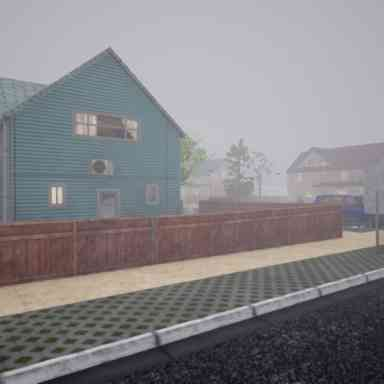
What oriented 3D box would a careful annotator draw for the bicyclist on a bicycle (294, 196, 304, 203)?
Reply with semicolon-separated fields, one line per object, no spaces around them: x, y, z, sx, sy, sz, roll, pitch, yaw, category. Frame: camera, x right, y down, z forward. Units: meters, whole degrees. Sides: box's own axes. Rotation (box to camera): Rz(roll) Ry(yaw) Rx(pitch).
10.150;1.198;31.489;1.656;1.620;0.582;-1;1;-36;bicyclist on a bicycle

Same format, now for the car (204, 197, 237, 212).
3.140;1.253;31.229;2.097;1.767;4.553;0;1;-35;car

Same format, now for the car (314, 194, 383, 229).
10.280;1.183;21.121;2.150;2.045;5.566;0;0;-34;car
